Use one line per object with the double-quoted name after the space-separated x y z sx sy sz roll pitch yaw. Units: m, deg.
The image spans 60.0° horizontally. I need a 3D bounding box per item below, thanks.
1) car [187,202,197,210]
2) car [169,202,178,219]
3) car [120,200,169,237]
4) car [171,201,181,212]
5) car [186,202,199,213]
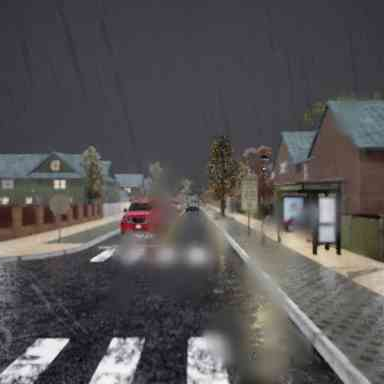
0.022 2.572 61.142 1.837 1.490 4.892 0 -1 0 "car"
-2.837 2.099 36.412 1.812 1.442 4.674 0 -1 0 "car"
-2.847 1.518 20.443 2.150 2.045 5.566 0 -1 0 "car"
-2.770 2.226 51.924 2.097 1.767 4.553 0 -1 0 "car"
0.109 2.424 51.157 1.994 1.385 4.181 0 -1 0 "car"
